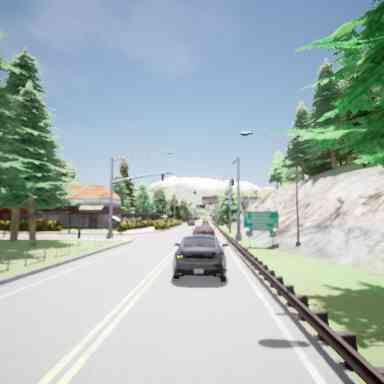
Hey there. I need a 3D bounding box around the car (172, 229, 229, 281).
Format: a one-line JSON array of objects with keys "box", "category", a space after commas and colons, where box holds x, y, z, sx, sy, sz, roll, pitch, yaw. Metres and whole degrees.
[{"box": [0.338, 2.405, 12.863, 1.837, 1.490, 4.892, 0, -4, 3], "category": "car"}]

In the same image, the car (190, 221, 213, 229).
[{"box": [1.022, 3.570, 28.500, 1.882, 1.535, 5.008, 0, -4, 3], "category": "car"}]

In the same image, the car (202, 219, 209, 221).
[{"box": [3.399, 7.575, 83.351, 1.882, 1.535, 5.008, 0, -4, 3], "category": "car"}]

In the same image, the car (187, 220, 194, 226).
[{"box": [-0.193, 7.610, 81.333, 1.837, 1.490, 4.892, 0, -4, 3], "category": "car"}]
